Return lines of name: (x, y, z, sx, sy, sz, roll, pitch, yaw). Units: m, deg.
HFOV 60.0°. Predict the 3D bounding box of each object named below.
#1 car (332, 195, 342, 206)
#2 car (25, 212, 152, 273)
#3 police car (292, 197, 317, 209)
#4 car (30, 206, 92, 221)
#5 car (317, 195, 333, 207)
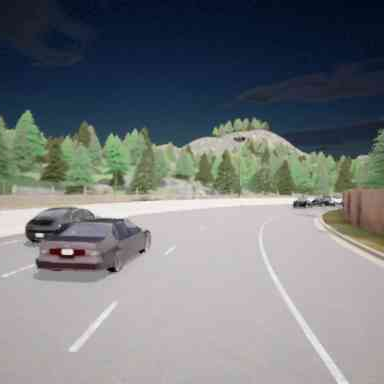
car: (25.081, 1.506, 59.841, 2.150, 2.045, 5.566, 1, 0, 43)
car: (-2.728, 1.508, 10.569, 2.033, 1.411, 5.357, 1, 0, 7)
police car: (16.396, 1.605, 49.118, 1.930, 1.638, 5.238, 1, 0, 34)
car: (-5.510, 1.429, 15.212, 1.837, 1.490, 4.892, 1, 0, 9)
car: (21.586, 1.746, 55.936, 1.837, 1.490, 4.892, 1, 0, 40)
